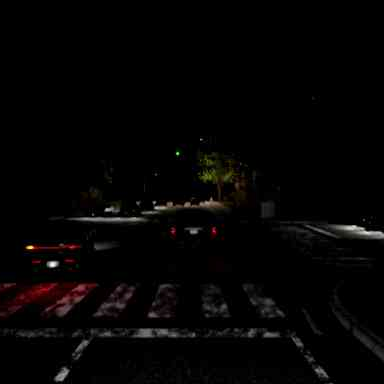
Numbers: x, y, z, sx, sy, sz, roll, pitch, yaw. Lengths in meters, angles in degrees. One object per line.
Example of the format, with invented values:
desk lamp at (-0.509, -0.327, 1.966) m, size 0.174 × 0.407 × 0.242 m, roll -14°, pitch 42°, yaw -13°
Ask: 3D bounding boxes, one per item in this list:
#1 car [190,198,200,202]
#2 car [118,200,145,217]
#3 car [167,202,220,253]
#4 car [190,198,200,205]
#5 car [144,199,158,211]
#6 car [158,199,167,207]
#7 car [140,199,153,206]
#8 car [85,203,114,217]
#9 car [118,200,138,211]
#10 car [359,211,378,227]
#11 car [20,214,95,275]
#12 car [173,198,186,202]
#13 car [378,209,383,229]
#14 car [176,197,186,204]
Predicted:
car at (0.576, 2.058, 65.582) m, size 1.837 × 1.490 × 4.892 m, roll 0°, pitch 0°, yaw 1°
car at (-6.532, 1.836, 35.318) m, size 1.812 × 1.442 × 4.674 m, roll 0°, pitch 0°, yaw 1°
car at (0.046, 1.533, 14.809) m, size 2.097 × 1.767 × 4.553 m, roll 0°, pitch 0°, yaw 0°
car at (0.754, 2.053, 75.999) m, size 2.128 × 1.511 × 4.902 m, roll 0°, pitch 0°, yaw 1°
car at (-6.322, 1.931, 46.936) m, size 1.812 × 1.442 × 4.674 m, roll 0°, pitch -1°, yaw 1°
car at (-5.941, 2.039, 64.782) m, size 2.128 × 1.511 × 4.902 m, roll 0°, pitch -1°, yaw 1°
car at (-9.154, 2.114, 66.822) m, size 1.994 × 1.385 × 4.181 m, roll 0°, pitch 0°, yaw 1°
car at (-9.769, 1.860, 35.665) m, size 2.033 × 1.411 × 5.357 m, roll 0°, pitch 0°, yaw 1°
car at (-9.512, 1.934, 49.763) m, size 1.837 × 1.490 × 4.892 m, roll 0°, pitch -1°, yaw 1°
car at (13.459, 1.672, 22.110) m, size 4.181 × 1.385 × 1.994 m, roll 0°, pitch 0°, yaw 3°
car at (-4.340, 1.691, 11.152) m, size 1.837 × 1.490 × 4.892 m, roll 1°, pitch -1°, yaw -16°
car at (-2.667, 1.908, 65.991) m, size 2.097 × 1.767 × 4.553 m, roll 0°, pitch 0°, yaw 1°
car at (13.371, 1.692, 18.860) m, size 4.181 × 1.385 × 1.994 m, roll 0°, pitch 0°, yaw 3°
car at (-2.495, 2.005, 76.055) m, size 1.882 × 1.535 × 5.008 m, roll 0°, pitch 0°, yaw 1°
